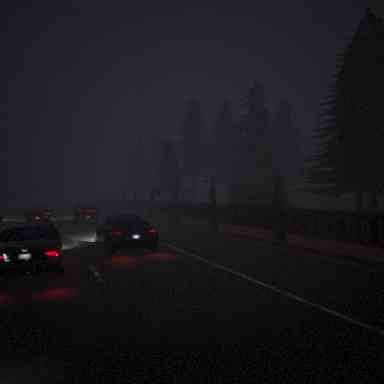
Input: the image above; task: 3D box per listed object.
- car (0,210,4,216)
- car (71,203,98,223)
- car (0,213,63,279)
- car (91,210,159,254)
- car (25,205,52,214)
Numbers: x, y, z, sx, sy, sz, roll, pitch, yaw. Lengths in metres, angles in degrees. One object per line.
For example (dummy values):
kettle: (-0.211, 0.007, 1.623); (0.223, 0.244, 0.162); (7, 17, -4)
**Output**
car: (-15.270, 1.773, 24.721); (2.128, 1.511, 4.902); (-1, 0, -24)
car: (-8.876, 1.684, 27.570); (2.128, 1.511, 4.902); (-1, 0, -24)
car: (-5.087, 1.644, 10.449); (2.033, 1.411, 5.357); (-1, 0, -24)
car: (-2.874, 1.636, 14.140); (1.994, 1.385, 4.181); (-1, 0, -23)
car: (-12.341, 1.767, 26.763); (1.812, 1.442, 4.674); (-1, 0, -23)
